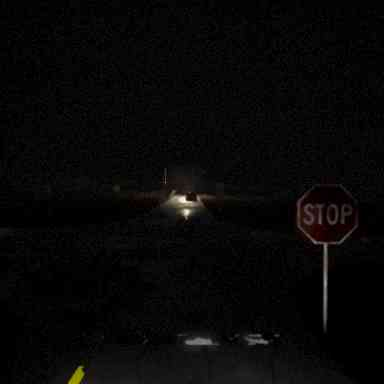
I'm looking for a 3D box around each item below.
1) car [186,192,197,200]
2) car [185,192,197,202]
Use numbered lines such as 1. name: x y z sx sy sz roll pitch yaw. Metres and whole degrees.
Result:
1. car: -0.139 0.737 70.661 2.128 1.511 4.902 0 1 0
2. car: -0.120 0.856 60.597 2.097 1.767 4.553 0 1 0
